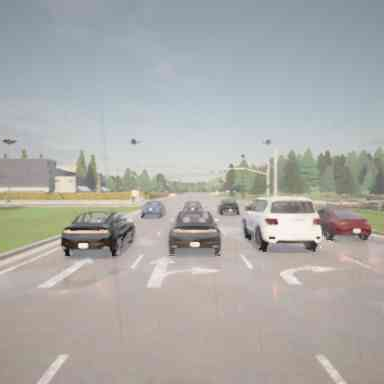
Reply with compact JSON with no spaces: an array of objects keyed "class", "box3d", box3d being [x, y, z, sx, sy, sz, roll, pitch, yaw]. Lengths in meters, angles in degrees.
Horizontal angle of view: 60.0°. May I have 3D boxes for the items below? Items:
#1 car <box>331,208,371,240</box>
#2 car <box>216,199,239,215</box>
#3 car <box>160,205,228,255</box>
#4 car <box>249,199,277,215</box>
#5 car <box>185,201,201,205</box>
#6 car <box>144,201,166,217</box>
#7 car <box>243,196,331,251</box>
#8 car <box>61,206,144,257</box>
[{"class":"car","box3d":[7.091,1.499,16.602,1.812,1.442,4.674,0,0,0]},{"class":"car","box3d":[3.577,1.450,33.280,1.837,1.490,4.892,0,0,0]},{"class":"car","box3d":[0.095,1.472,13.150,2.128,1.511,4.902,0,0,0]},{"class":"car","box3d":[7.079,1.447,33.758,1.837,1.490,4.892,0,-1,0]},{"class":"car","box3d":[0.074,1.498,30.432,2.033,1.411,5.357,0,0,0]},{"class":"car","box3d":[-3.426,1.499,30.133,2.033,1.411,5.357,0,0,0]},{"class":"car","box3d":[3.593,1.198,14.181,2.150,2.045,5.566,0,0,0]},{"class":"car","box3d":[-3.406,1.471,12.835,2.128,1.511,4.902,0,0,0]}]
